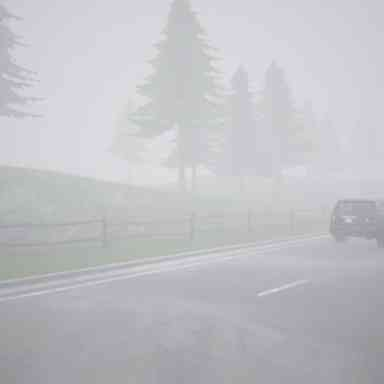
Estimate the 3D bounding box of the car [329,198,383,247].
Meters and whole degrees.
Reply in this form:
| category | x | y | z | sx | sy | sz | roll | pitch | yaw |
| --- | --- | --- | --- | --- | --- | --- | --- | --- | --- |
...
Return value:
| category | x | y | z | sx | sy | sz | roll | pitch | yaw |
| --- | --- | --- | --- | --- | --- | --- | --- | --- | --- |
| car | 8.596 | 1.295 | 15.614 | 5.566 | 2.045 | 2.150 | 0 | -1 | -40 |
